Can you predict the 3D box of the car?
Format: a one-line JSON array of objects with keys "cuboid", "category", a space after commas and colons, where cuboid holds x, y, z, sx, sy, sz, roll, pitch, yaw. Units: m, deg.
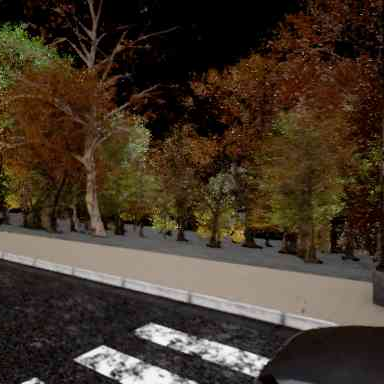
[{"cuboid": [2.386, 1.562, 1.983, 4.181, 1.385, 1.994, 0, 0, 36], "category": "car"}]
